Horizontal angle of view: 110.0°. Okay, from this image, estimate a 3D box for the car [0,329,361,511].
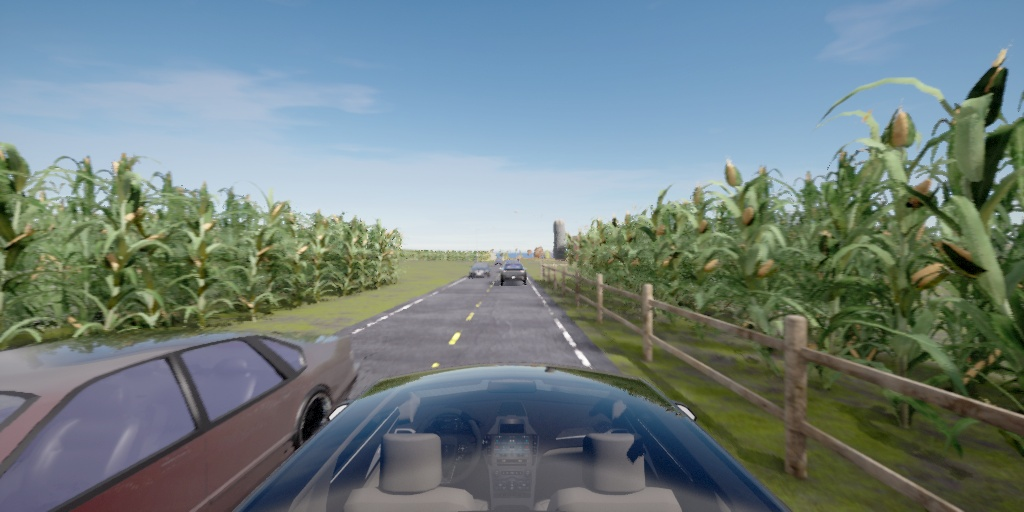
[{"bbox_3d":[-2.838,1.297,2.234,2.033,1.411,5.357,0,0,0],"label":"car"}]

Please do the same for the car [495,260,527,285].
[{"bbox_3d":[0.099,1.242,26.264,2.128,1.511,4.902,0,0,0],"label":"car"}]

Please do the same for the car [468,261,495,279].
[{"bbox_3d":[-2.842,1.280,33.298,1.812,1.442,4.674,0,0,0],"label":"car"}]
